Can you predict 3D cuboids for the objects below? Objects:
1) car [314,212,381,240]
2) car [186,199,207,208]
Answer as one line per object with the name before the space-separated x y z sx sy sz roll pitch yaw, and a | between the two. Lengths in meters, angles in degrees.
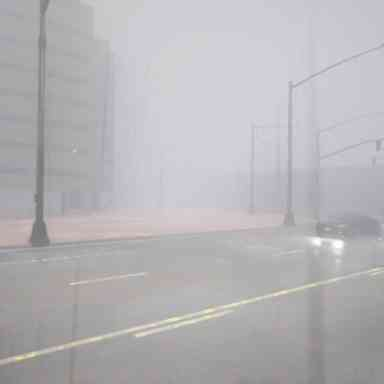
car | 8.835 1.816 18.832 4.181 1.385 1.994 1 -1 -35
car | 0.735 1.995 59.995 1.837 1.490 4.892 1 -1 -35
